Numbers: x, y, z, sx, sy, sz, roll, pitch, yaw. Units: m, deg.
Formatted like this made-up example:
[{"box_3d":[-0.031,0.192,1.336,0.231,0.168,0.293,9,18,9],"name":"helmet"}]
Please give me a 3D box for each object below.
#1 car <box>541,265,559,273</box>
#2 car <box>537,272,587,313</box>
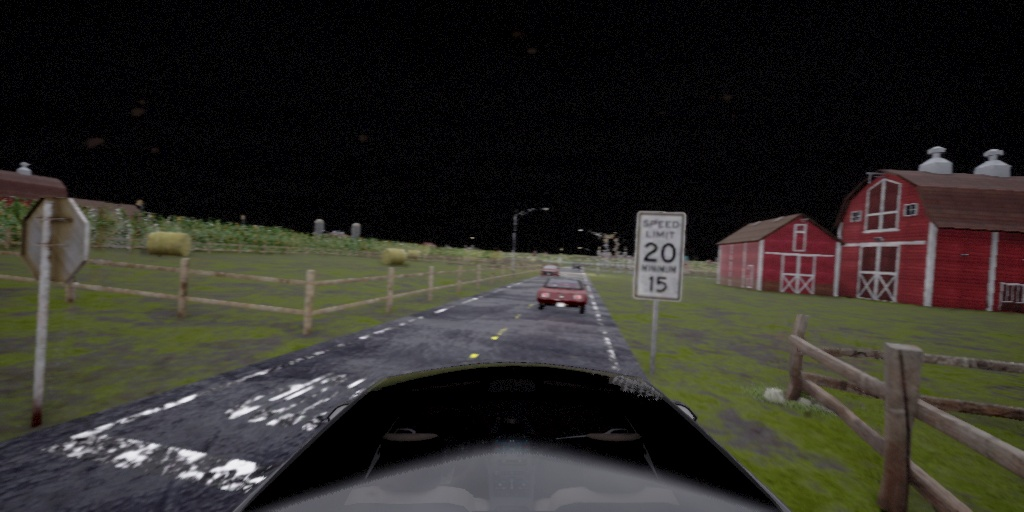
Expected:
[{"box_3d":[4.595,1.778,42.760,1.882,1.535,5.008,3,0,11],"name":"car"},{"box_3d":[2.264,1.576,15.604,1.895,1.301,4.718,3,0,11],"name":"car"}]
